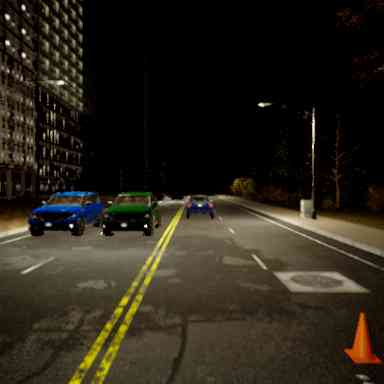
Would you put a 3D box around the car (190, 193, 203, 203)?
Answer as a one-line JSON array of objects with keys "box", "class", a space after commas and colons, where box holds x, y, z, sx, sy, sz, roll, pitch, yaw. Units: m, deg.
[{"box": [0.711, 0.938, 52.375, 1.994, 1.385, 4.181, 0, 1, 0], "class": "car"}]

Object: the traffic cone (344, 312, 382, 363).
[{"box": [2.273, 1.904, 4.436, 0.340, 0.580, 0.340, 0, 1, 0], "class": "traffic cone"}]

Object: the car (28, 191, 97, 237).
[{"box": [-6.140, 1.005, 17.005, 2.150, 2.045, 5.566, 0, 1, 0], "class": "car"}]

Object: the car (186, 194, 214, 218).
[{"box": [0.601, 1.030, 26.770, 2.097, 1.767, 4.553, 0, 1, 0], "class": "car"}]

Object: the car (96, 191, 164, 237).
[{"box": [-2.892, 1.010, 16.965, 2.150, 2.045, 5.566, 0, 1, 0], "class": "car"}]

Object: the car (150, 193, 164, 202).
[{"box": [-5.916, 0.877, 56.794, 1.994, 1.385, 4.181, 0, 1, 1], "class": "car"}]

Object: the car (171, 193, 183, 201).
[{"box": [-2.642, 0.897, 58.667, 1.895, 1.301, 4.718, 0, 1, 1], "class": "car"}]
